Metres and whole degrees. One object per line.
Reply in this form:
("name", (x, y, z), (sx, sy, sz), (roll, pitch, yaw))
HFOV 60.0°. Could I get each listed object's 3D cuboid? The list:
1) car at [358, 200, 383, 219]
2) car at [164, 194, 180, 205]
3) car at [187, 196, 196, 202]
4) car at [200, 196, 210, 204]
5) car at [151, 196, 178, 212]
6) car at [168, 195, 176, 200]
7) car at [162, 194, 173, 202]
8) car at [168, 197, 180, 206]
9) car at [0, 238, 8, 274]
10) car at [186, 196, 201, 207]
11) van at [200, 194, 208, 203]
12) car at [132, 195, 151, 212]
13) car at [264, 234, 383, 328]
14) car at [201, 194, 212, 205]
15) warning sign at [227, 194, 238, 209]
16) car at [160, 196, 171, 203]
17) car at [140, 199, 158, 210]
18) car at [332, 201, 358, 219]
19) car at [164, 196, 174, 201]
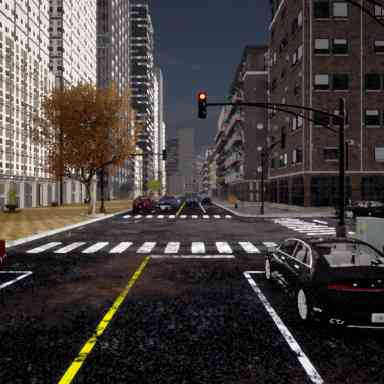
("car", (14.664, 1.346, 23.749), (4.181, 1.385, 1.994), (-1, 0, -1))
("car", (-3.125, 1.382, 48.345), (2.097, 1.767, 4.553), (0, 0, 0))
("car", (-0.047, 1.626, 79.148), (1.994, 1.385, 4.181), (0, 0, 0))
("car", (2.649, 1.578, 67.076), (1.752, 1.417, 4.829), (0, 0, 0))
("car", (-3.124, 1.512, 38.466), (2.128, 1.511, 4.902), (0, 0, 0))
("car", (-5.749, 1.654, 94.516), (2.008, 1.369, 4.403), (0, 0, 0))
("car", (-5.739, 1.386, 77.947), (2.192, 1.841, 5.009), (0, 0, 0))
("car", (-3.116, 1.642, 58.416), (1.895, 1.301, 4.718), (0, 0, 0))
("car", (-5.697, 1.545, 6.900), (1.887, 1.381, 4.507), (0, 0, 0))
("car", (0.068, 1.636, 53.034), (1.895, 1.301, 4.718), (0, 0, 0))
("van", (2.645, 1.402, 72.430), (1.690, 1.788, 3.998), (0, 0, 0))
("car", (-5.717, 1.336, 39.288), (2.192, 1.841, 5.009), (0, 0, 0))
("car", (2.683, 1.552, 6.904), (2.008, 1.369, 4.403), (0, 0, 0))
("car", (2.652, 1.611, 61.384), (1.947, 1.339, 4.313), (0, 0, 0))
("warning sign", (5.043, 1.139, 41.419), (1.300, 1.860, 1.060), (0, 0, 0))
("car", (-5.736, 1.627, 72.425), (1.947, 1.339, 4.313), (0, 0, 0))
("car", (-5.719, 1.592, 44.811), (1.947, 1.339, 4.313), (0, 0, 0))
("car", (13.409, 1.350, 26.316), (4.403, 1.369, 2.008), (-1, 1, -1))
("car", (-5.742, 1.632, 83.471), (2.008, 1.369, 4.403), (0, 0, 0))
